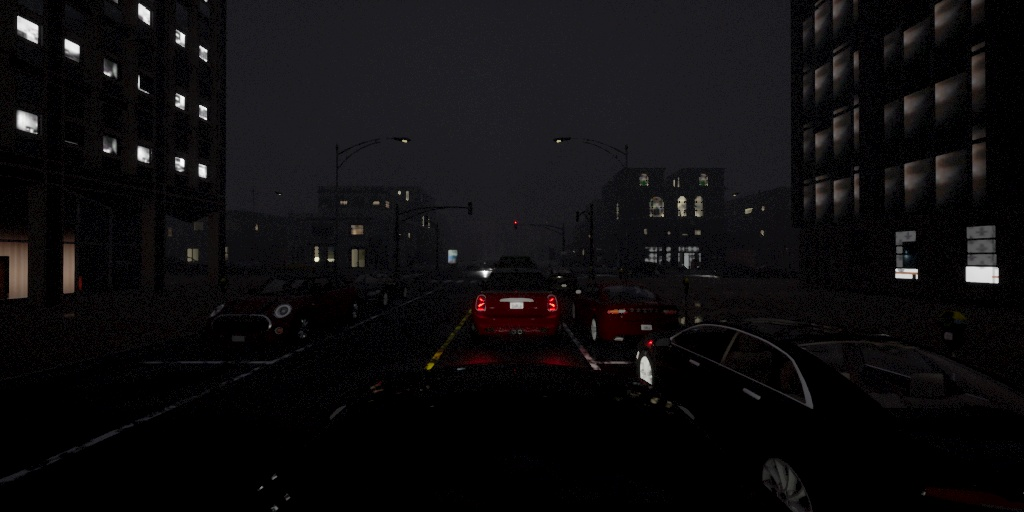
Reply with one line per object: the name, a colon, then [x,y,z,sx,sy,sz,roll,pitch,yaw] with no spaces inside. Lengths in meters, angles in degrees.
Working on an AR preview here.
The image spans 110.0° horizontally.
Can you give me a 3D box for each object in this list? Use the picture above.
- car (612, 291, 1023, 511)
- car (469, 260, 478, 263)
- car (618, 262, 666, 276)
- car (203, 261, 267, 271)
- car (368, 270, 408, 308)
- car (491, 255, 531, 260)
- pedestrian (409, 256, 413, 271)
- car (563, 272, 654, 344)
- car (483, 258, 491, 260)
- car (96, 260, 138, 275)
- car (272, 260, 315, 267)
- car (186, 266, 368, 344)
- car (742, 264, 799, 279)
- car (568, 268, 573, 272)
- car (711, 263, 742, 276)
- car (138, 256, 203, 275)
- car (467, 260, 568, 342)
car: [2.692,1.301,3.718,2.007,1.370,4.403,0,0,0]
car: [-5.652,1.338,53.203,1.802,1.307,4.207,0,0,0]
car: [13.813,1.339,38.372,4.892,1.490,1.837,0,0,1]
car: [-25.392,1.177,33.218,4.403,1.370,2.007,0,0,1]
car: [-5.681,1.302,15.125,2.007,1.370,4.403,0,0,0]
car: [0.134,0.973,20.111,2.150,2.045,5.566,0,0,-1]
pedestrian: [-12.520,0.884,44.342,0.375,1.860,0.375,0,-1,1]
car: [2.696,1.296,9.409,1.888,1.381,4.507,0,0,0]
car: [-3.036,1.357,52.057,1.895,1.301,4.718,0,0,0]
car: [-36.465,1.130,33.396,4.403,1.370,2.007,0,0,1]
car: [-25.425,1.197,41.600,4.829,1.417,1.751,0,0,1]
car: [-5.685,1.190,9.433,1.967,1.591,4.097,0,0,0]
car: [23.665,1.433,32.391,4.207,1.307,1.802,0,0,1]
car: [2.704,1.302,20.794,2.007,1.370,4.403,0,0,0]
car: [23.659,1.446,38.213,4.181,1.385,1.994,0,0,2]
car: [-30.928,0.917,33.307,5.009,1.841,2.192,0,0,1]
car: [0.105,1.103,9.957,2.097,1.767,4.553,0,0,0]
